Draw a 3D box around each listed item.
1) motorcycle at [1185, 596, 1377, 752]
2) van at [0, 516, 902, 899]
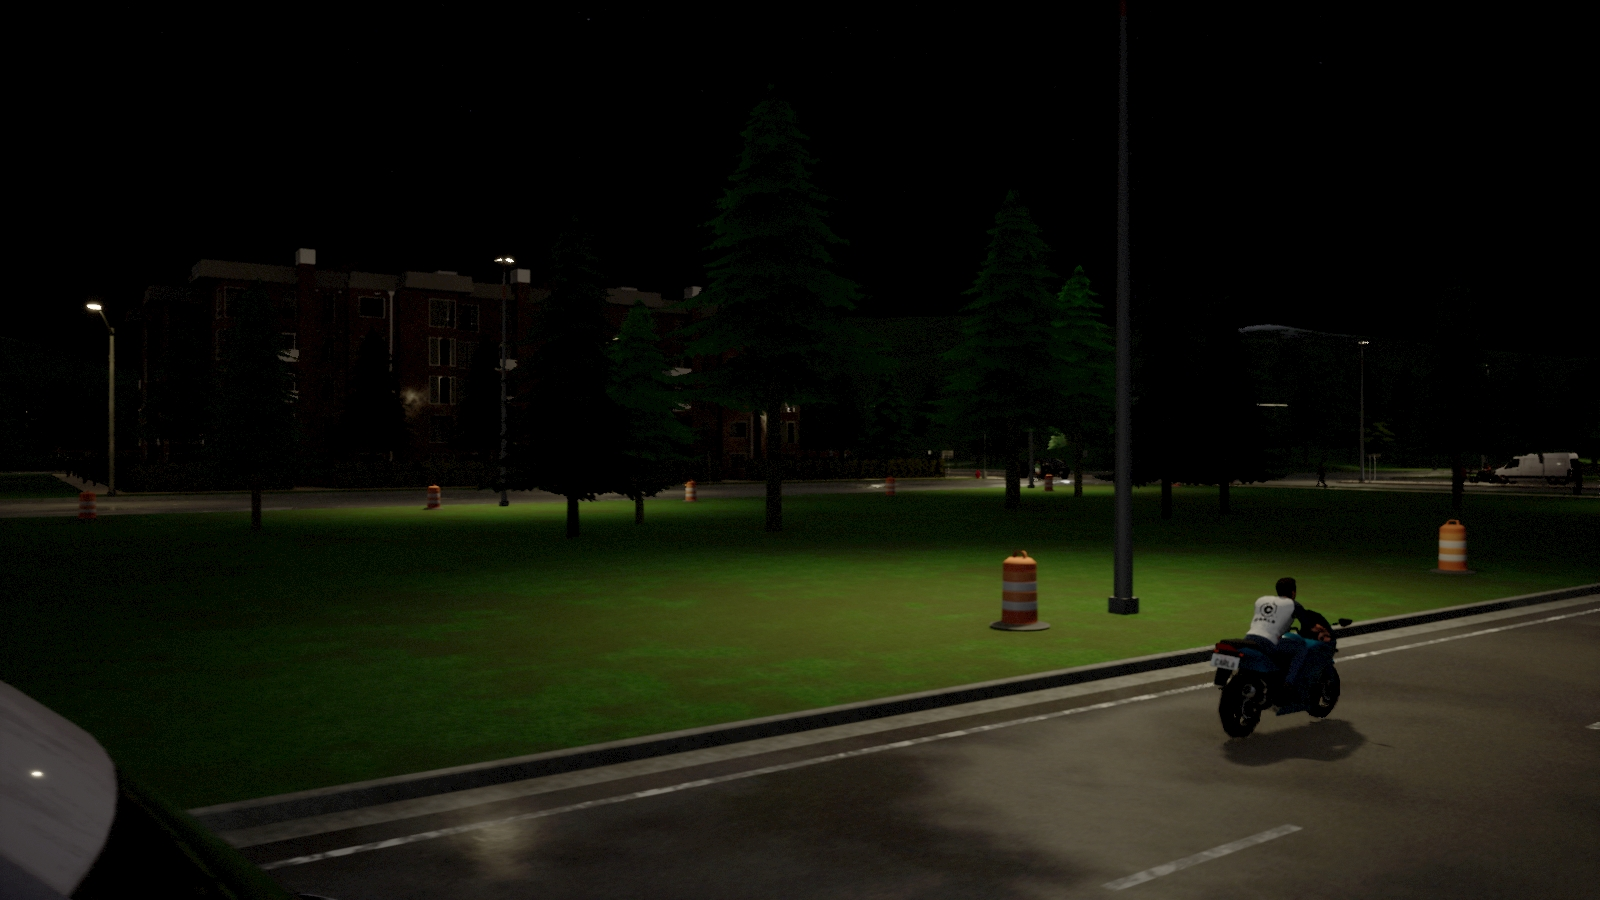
[{"bbox_3d":[4.840,2.182,11.445,2.033,1.199,0.803,0,0,-35],"label":"motorcycle"},{"bbox_3d":[-2.746,1.534,1.867,5.915,2.561,1.988,0,0,-35],"label":"van"}]
